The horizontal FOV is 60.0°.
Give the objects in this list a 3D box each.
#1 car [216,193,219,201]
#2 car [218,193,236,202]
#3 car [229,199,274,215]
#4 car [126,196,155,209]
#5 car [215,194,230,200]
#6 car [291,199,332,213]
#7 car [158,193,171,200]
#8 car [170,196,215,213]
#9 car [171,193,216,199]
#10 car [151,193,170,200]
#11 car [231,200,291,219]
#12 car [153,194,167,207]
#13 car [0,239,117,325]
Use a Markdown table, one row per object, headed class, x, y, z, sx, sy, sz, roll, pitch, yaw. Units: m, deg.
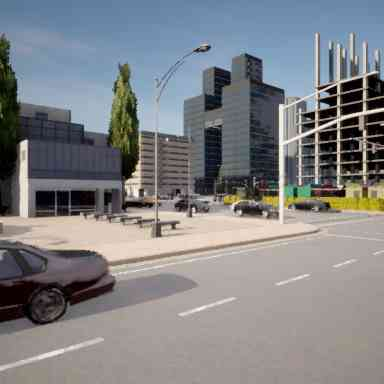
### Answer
| class | x | y | z | sx | sy | sz | roll | pitch | yaw |
| --- | --- | --- | --- | --- | --- | --- | --- | --- | --- |
| car | 6.099 | 1.156 | 70.041 | 3.866 | 1.878 | 1.905 | 0 | 0 | -40 |
| car | 7.941 | 1.395 | 67.807 | 3.806 | 1.475 | 1.970 | 0 | 0 | -40 |
| car | 6.115 | 1.526 | 34.639 | 1.812 | 1.442 | 4.674 | 0 | 0 | -38 |
| car | -7.161 | 1.601 | 45.802 | 1.895 | 1.301 | 4.718 | 0 | 0 | -38 |
| car | 8.692 | 1.395 | 94.193 | 3.806 | 1.475 | 1.970 | 0 | 0 | -40 |
| car | 13.097 | 1.491 | 37.253 | 2.128 | 1.511 | 4.902 | 0 | 0 | -37 |
| car | -6.472 | 1.156 | 85.110 | 3.866 | 1.878 | 1.905 | 0 | 0 | -40 |
| car | -0.016 | 1.505 | 36.729 | 1.837 | 1.490 | 4.892 | 0 | 0 | -38 |
| car | 0.091 | 1.221 | 42.246 | 2.150 | 2.045 | 5.566 | 0 | 0 | -38 |
| car | -8.280 | 1.153 | 87.371 | 4.605 | 1.855 | 1.932 | 0 | 0 | -40 |
| car | 5.810 | 1.491 | 29.340 | 2.128 | 1.511 | 4.902 | 0 | 0 | -38 |
| car | -6.405 | 1.478 | 50.514 | 1.882 | 1.535 | 5.008 | 0 | 0 | -38 |
| car | -4.019 | 1.547 | 5.520 | 5.357 | 1.411 | 2.033 | 0 | 0 | -37 |
